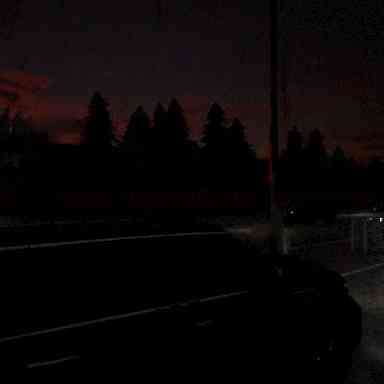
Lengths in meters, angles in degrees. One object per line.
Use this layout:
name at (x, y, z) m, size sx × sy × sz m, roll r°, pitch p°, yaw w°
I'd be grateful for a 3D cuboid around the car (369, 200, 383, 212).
car at (21.684, 1.627, 37.335) m, size 4.902 × 1.511 × 2.128 m, roll 0°, pitch 0°, yaw -36°

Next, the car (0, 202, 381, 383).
car at (-0.575, 1.231, 3.371) m, size 5.566 × 2.045 × 2.150 m, roll 0°, pitch 0°, yaw -36°

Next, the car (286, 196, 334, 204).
car at (7.638, 1.295, 22.725) m, size 5.566 × 2.045 × 2.150 m, roll 1°, pitch 0°, yaw -36°
